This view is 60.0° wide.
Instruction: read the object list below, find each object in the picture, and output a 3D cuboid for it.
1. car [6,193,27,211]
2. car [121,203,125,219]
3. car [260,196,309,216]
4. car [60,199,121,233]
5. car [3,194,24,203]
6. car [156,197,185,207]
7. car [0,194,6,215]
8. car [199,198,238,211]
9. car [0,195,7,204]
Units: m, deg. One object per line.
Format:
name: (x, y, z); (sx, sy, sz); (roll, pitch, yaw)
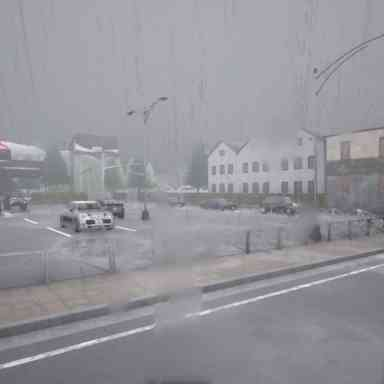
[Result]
car: (-20.135, 1.092, 37.938); (1.905, 1.878, 3.866); (0, 0, -36)
car: (-6.749, 1.313, 25.535); (2.007, 1.523, 4.514); (0, 0, -36)
car: (8.460, 1.176, 30.600); (2.097, 1.767, 4.553); (0, 0, -35)
car: (-5.620, 1.248, 17.672); (1.970, 1.475, 3.806); (0, 0, -36)
car: (-39.270, 1.328, 73.021); (3.866, 1.878, 1.905); (0, 0, -36)
car: (-3.078, 1.371, 46.860); (2.033, 1.411, 5.357); (0, 0, -35)
car: (-18.223, 1.113, 29.628); (1.932, 1.855, 4.605); (0, 0, -36)
car: (2.925, 1.371, 38.366); (2.033, 1.411, 5.357); (0, 0, -36)
car: (-39.497, 1.495, 65.893); (4.611, 1.667, 2.242); (0, 0, -36)
